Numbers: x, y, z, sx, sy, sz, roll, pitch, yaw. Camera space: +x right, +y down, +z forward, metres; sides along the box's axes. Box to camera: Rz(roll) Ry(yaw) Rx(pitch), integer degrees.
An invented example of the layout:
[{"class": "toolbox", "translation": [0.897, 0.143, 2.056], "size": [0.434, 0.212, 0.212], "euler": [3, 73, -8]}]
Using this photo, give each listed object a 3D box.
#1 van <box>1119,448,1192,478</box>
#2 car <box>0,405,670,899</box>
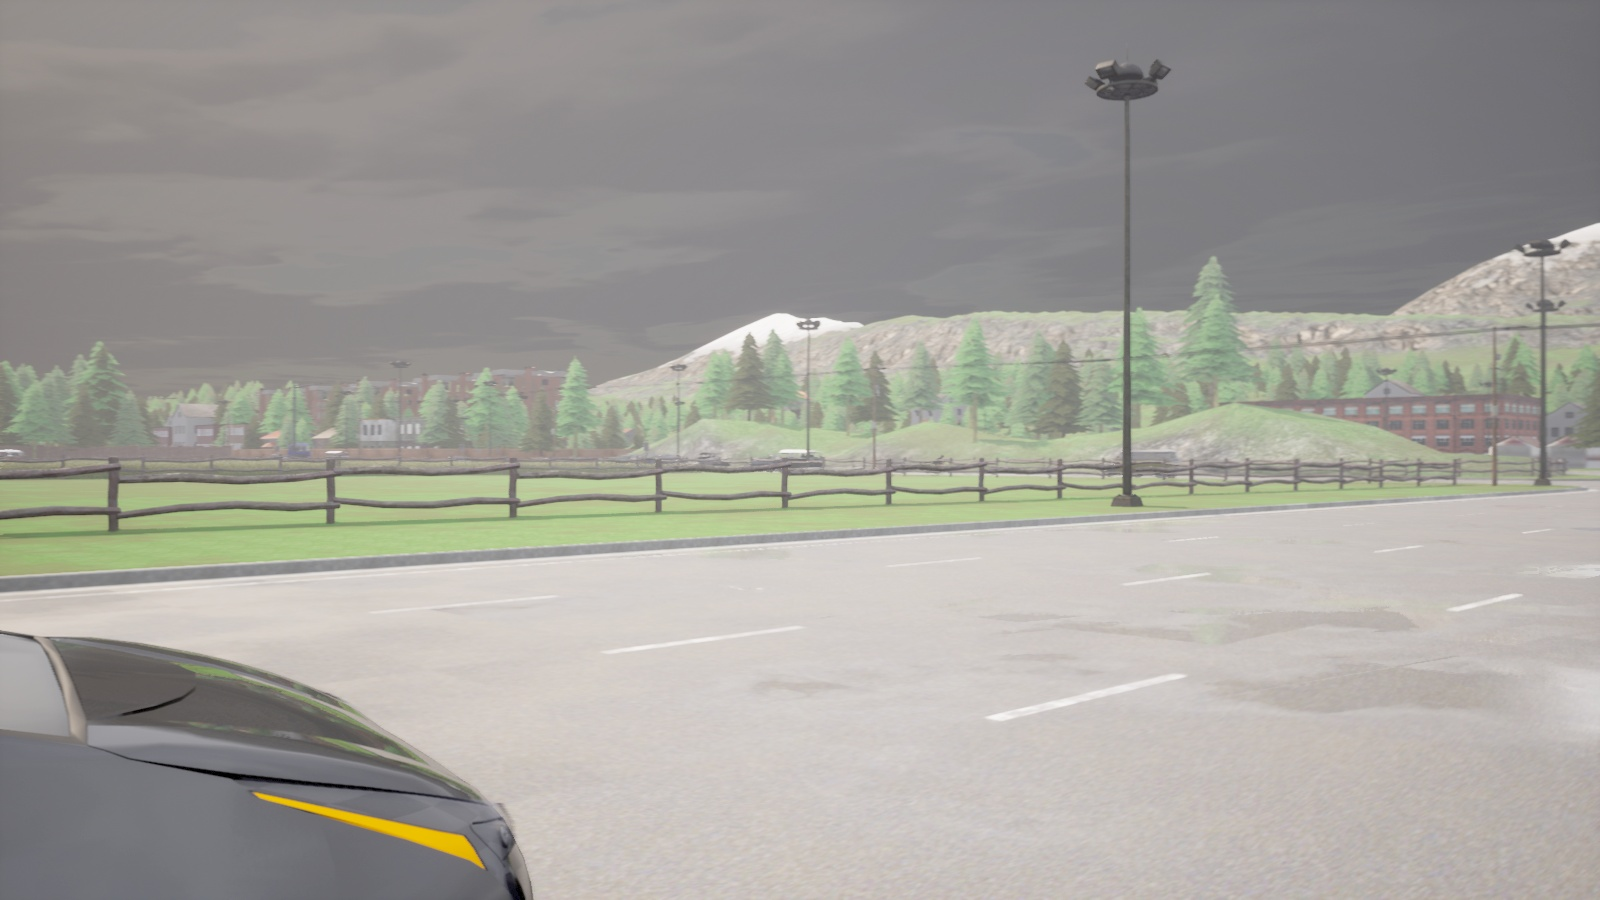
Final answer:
[{"class": "van", "translation": [24.160, 0.844, 85.441], "size": [1.775, 1.987, 4.442], "euler": [0, 0, -45]}, {"class": "car", "translation": [-2.661, 0.708, 1.775], "size": [4.514, 1.525, 2.007], "euler": [0, 0, -34]}]
